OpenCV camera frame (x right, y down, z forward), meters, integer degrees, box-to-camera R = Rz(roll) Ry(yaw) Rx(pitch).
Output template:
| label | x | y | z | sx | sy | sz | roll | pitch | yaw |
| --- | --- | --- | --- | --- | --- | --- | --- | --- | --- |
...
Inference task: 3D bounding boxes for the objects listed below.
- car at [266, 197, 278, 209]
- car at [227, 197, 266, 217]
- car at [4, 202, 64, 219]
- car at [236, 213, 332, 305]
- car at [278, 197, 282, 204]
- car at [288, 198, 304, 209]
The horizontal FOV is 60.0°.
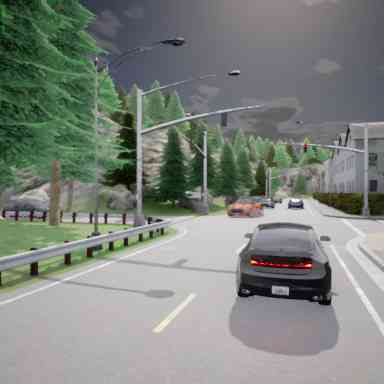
| label | x | y | z | sx | sy | sz | roll | pitch | yaw |
| --- | --- | --- | --- | --- | --- | --- | --- | --- | --- |
| car | 9.939 | 1.562 | 44.279 | 1.994 | 1.385 | 4.181 | 0 | 0 | 18 |
| car | 4.933 | 1.352 | 30.603 | 2.097 | 1.767 | 4.553 | 0 | 0 | 29 |
| car | -13.651 | 1.561 | 28.646 | 5.357 | 1.411 | 2.033 | 0 | 0 | 17 |
| car | 2.299 | 1.504 | 8.222 | 1.837 | 1.490 | 4.892 | 0 | 0 | 18 |
| car | 16.174 | 1.566 | 63.467 | 1.994 | 1.385 | 4.181 | 0 | 0 | 18 |
| car | 14.489 | 1.561 | 46.376 | 1.994 | 1.385 | 4.181 | 0 | 0 | 18 |
